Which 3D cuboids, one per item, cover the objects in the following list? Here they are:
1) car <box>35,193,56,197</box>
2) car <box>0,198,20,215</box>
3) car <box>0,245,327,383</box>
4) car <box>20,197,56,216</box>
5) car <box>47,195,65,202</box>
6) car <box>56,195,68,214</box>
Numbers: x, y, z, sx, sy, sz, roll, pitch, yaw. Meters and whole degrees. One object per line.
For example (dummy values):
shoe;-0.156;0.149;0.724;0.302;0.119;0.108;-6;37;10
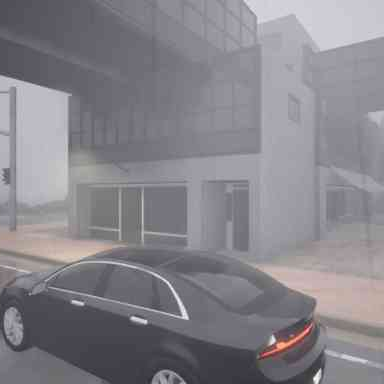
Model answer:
car;-31.200;1.152;69.870;4.605;1.855;1.932;0;0;35
car;-18.344;1.563;33.145;1.994;1.385;4.181;0;0;36
car;-0.788;1.505;4.555;4.892;1.490;1.837;0;0;36
car;-13.966;1.504;33.197;1.837;1.490;4.892;0;0;36
car;-29.471;1.363;72.196;3.905;1.438;1.784;0;0;35
car;-9.891;1.221;32.445;2.150;2.045;5.566;0;0;37
